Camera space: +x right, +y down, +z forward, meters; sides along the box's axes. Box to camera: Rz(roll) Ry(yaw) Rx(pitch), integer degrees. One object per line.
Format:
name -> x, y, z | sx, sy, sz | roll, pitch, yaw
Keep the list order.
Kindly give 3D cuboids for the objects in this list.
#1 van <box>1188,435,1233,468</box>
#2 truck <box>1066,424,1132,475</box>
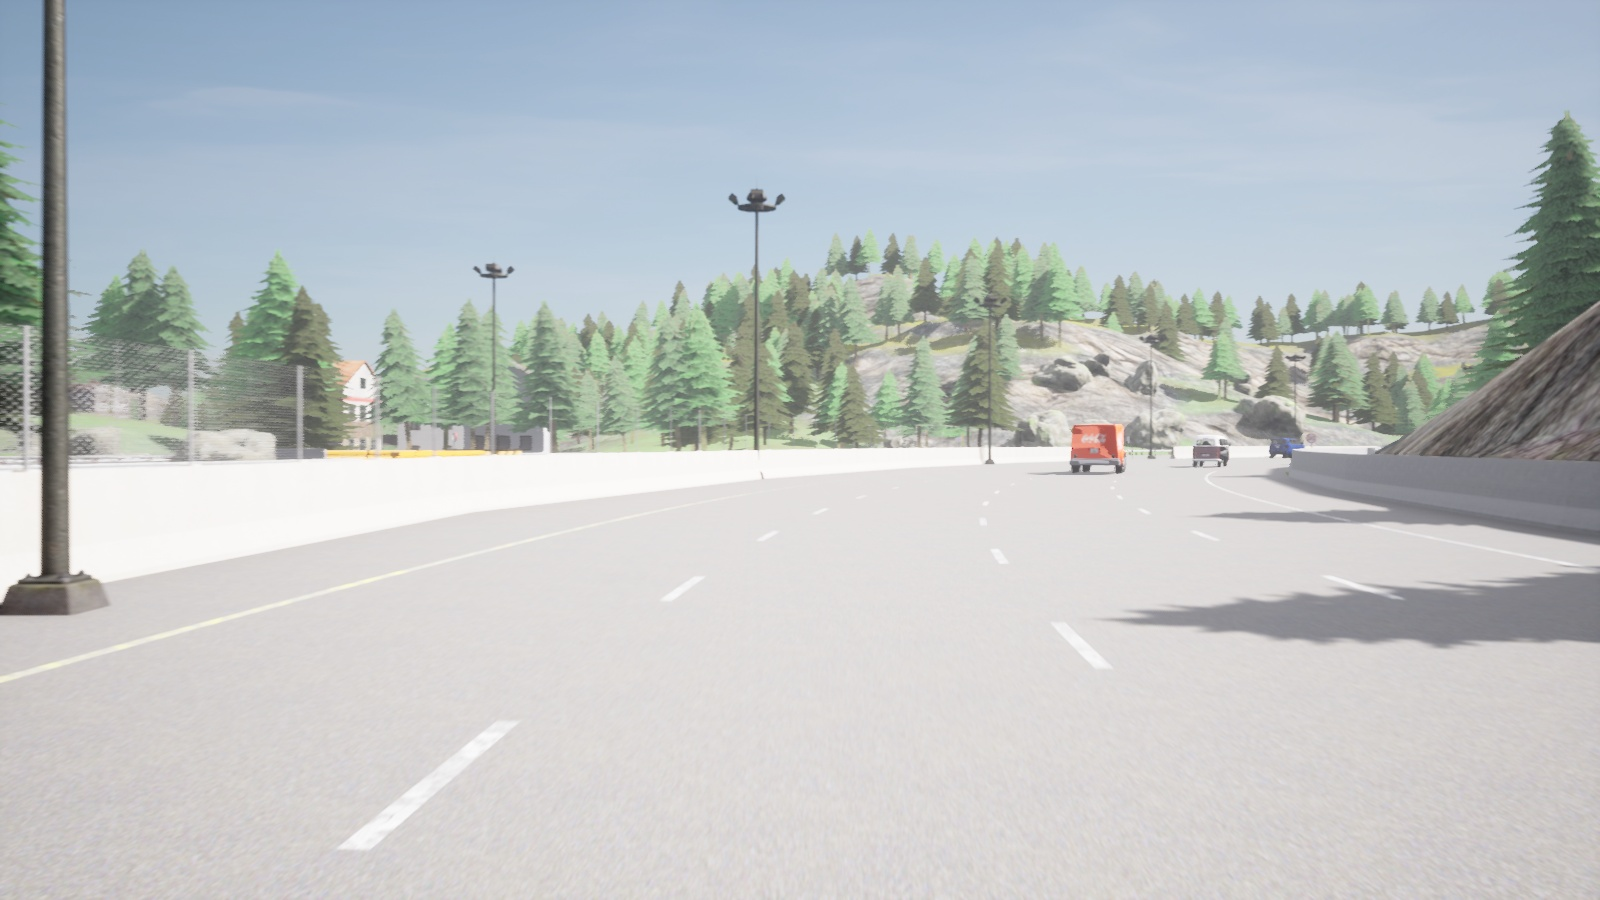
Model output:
van -> 26.278, 0.100, 80.354 | 2.069, 2.038, 4.480 | 0, 0, 27
truck -> 15.242, -0.050, 63.716 | 2.627, 2.467, 5.204 | 0, 0, 21
